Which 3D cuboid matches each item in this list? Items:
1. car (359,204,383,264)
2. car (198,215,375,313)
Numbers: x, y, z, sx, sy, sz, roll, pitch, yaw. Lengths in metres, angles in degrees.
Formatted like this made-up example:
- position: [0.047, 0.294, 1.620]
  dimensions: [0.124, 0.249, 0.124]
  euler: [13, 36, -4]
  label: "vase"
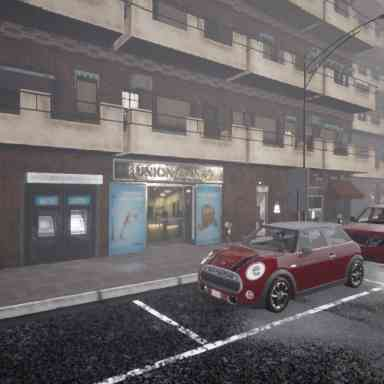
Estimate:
- position: [6.588, 1.320, 10.815]
  dimensions: [5.009, 1.841, 2.192]
  euler: [0, 0, -36]
  label: "car"
- position: [2.087, 1.442, 7.593]
  dimensions: [4.097, 1.590, 1.967]
  euler: [0, 0, -36]
  label: "car"
